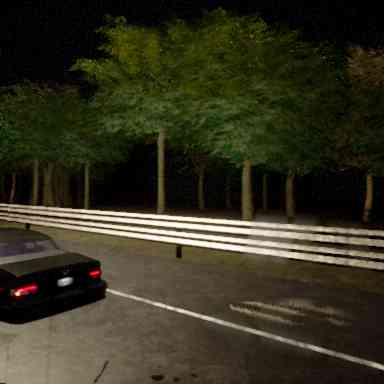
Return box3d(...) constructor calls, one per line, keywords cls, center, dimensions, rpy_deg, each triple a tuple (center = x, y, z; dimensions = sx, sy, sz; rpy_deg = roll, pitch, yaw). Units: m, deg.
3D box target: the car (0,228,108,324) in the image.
box3d(cls="car", center=(-4.058, 1.474, 6.885), dimensions=(5.357, 1.411, 2.033), rpy_deg=(1, 0, 37))
